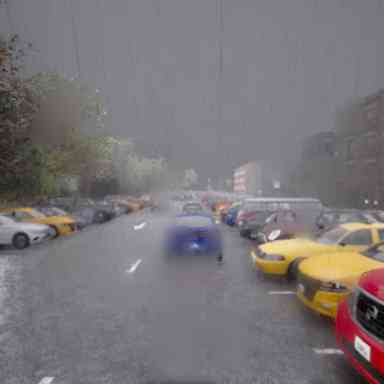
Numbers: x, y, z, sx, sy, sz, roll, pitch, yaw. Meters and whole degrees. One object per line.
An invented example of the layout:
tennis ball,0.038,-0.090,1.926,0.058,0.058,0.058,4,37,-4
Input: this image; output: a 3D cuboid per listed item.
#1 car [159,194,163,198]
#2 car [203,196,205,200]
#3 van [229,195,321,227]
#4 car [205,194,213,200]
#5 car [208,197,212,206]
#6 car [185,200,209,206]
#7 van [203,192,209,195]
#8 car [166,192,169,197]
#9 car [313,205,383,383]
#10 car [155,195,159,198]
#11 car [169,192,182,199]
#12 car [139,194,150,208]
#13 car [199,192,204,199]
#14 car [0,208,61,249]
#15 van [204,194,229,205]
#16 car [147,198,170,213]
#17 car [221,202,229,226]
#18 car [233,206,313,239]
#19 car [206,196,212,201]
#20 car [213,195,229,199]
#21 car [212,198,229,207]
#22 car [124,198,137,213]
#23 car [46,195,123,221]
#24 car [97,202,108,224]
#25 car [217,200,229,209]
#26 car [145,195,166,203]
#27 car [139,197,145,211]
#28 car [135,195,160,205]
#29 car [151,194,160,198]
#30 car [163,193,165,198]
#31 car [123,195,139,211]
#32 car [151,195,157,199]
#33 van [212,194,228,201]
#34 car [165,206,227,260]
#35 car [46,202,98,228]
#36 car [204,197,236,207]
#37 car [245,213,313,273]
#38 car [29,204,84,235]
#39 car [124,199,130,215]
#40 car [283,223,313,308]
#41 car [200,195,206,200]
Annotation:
car,-8.658,1.422,61.709,5.566,2.045,2.435,0,0,0
car,4.464,1.604,47.942,4.892,1.521,2.231,0,0,0
van,4.395,1.306,17.325,4.442,1.987,1.878,0,0,0
car,4.504,1.474,45.158,4.553,1.767,2.185,0,0,0
car,4.515,1.613,36.808,4.792,1.488,2.163,0,0,0
car,0.044,1.648,27.701,2.033,1.411,5.357,0,0,0
van,4.574,1.387,56.292,4.442,1.987,1.878,0,0,0
car,-8.678,1.436,75.759,5.566,2.045,2.435,0,0,0
car,4.502,1.232,3.409,5.566,2.045,2.435,0,0,0
car,-8.627,1.668,56.265,5.008,1.535,2.097,0,0,0
car,-3.607,1.118,80.283,2.150,2.045,5.566,0,0,1
car,-8.575,1.397,42.341,5.566,2.045,2.435,0,0,0
car,4.482,1.365,59.075,5.566,2.045,2.435,0,0,0
car,-8.566,1.616,14.489,4.674,1.452,2.002,0,0,0
van,4.566,1.393,61.734,4.442,1.987,1.878,0,0,0
car,-3.654,1.742,38.719,1.895,1.301,4.718,0,0,0
car,4.503,1.539,20.108,5.008,1.535,2.097,0,0,0
car,4.510,1.523,14.540,4.892,1.521,2.231,0,0,0
car,4.475,1.634,42.375,4.674,1.452,2.002,0,0,0
car,4.524,1.445,31.241,4.553,1.767,2.185,0,0,0
car,4.682,1.560,28.458,5.366,1.575,1.946,0,0,0
car,-8.585,1.631,33.984,5.008,1.535,2.097,0,0,0
car,-8.552,1.359,25.631,5.566,2.045,2.435,0,0,0
car,-8.603,1.632,22.842,4.792,1.488,2.163,0,0,0
car,4.510,1.548,22.891,5.008,1.535,2.097,0,0,0
car,-8.622,1.564,78.544,4.553,1.767,2.185,0,0,0
car,-8.603,1.643,39.553,5.008,1.535,2.097,0,0,0
car,-8.602,1.550,64.619,4.553,1.767,2.185,0,0,0
car,-8.811,1.668,58.924,5.366,1.575,1.946,0,0,0
car,-8.672,1.556,70.064,4.553,1.767,2.185,0,0,0
car,-8.563,1.512,36.768,4.553,1.767,2.185,0,0,0
car,-8.588,1.694,53.478,4.792,1.488,2.163,0,0,0
van,4.606,1.351,33.962,4.442,1.987,1.878,0,0,0
car,0.062,1.532,12.663,1.882,1.535,5.008,0,0,0
car,-8.578,1.595,20.059,4.892,1.521,2.231,0,0,0
car,4.468,1.611,53.508,4.892,1.521,2.231,0,0,0
car,4.338,1.500,8.974,5.366,1.575,1.946,0,0,0
car,-8.573,1.585,17.274,5.008,1.535,2.097,0,0,0
car,-8.589,1.665,31.199,4.674,1.452,2.002,0,0,0
car,4.533,1.493,6.191,5.008,1.535,2.097,0,0,0
car,4.281,1.604,50.725,5.366,1.575,1.946,0,0,0
